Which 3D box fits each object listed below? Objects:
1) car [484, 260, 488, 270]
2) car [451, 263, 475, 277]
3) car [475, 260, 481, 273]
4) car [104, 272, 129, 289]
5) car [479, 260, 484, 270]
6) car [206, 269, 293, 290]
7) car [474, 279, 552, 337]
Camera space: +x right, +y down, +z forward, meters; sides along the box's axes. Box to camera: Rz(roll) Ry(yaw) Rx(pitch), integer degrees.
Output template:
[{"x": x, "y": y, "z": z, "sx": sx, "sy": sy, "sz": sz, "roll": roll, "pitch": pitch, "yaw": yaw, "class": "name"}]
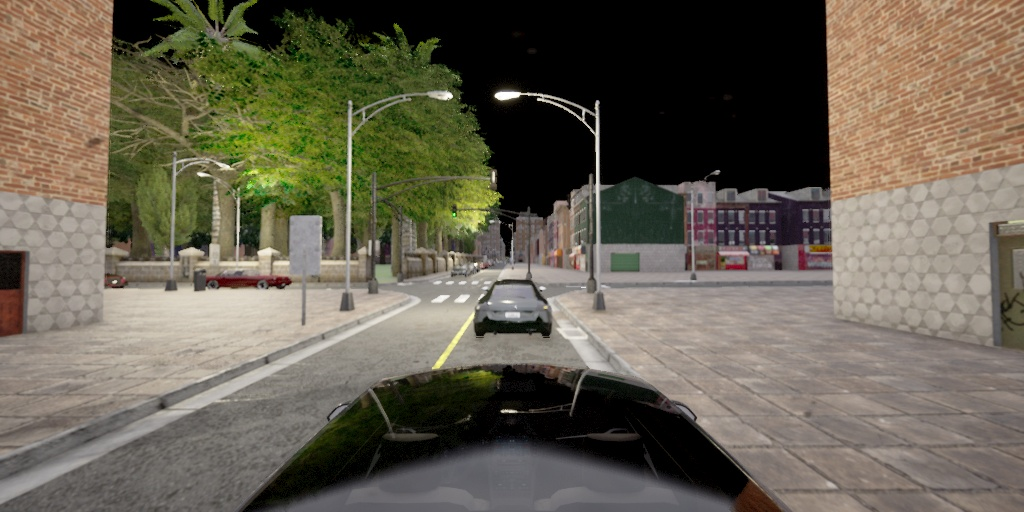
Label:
[{"x": -5.581, "y": 1.727, "z": 61.691, "sx": 1.802, "sy": 1.307, "sz": 4.207, "roll": 0, "pitch": 0, "yaw": 0, "class": "car"}, {"x": -5.462, "y": 1.521, "z": 38.207, "sx": 2.007, "sy": 1.370, "sz": 4.403, "roll": 0, "pitch": 0, "yaw": 0, "class": "car"}, {"x": -5.479, "y": 1.570, "z": 45.342, "sx": 2.007, "sy": 1.370, "sz": 4.403, "roll": 0, "pitch": 0, "yaw": 0, "class": "car"}, {"x": -26.124, "y": 1.402, "z": 21.771, "sx": 4.181, "sy": 1.385, "sz": 1.994, "roll": 0, "pitch": -2, "yaw": 0, "class": "car"}, {"x": -5.513, "y": 1.625, "z": 50.792, "sx": 1.948, "sy": 1.339, "sz": 4.313, "roll": 0, "pitch": 0, "yaw": 0, "class": "car"}, {"x": -16.098, "y": 1.445, "z": 21.804, "sx": 4.718, "sy": 1.301, "sz": 1.895, "roll": 0, "pitch": -2, "yaw": 0, "class": "car"}, {"x": 0.051, "y": 1.363, "z": 10.436, "sx": 1.994, "sy": 1.385, "sz": 4.181, "roll": 0, "pitch": 0, "yaw": 1, "class": "car"}]
